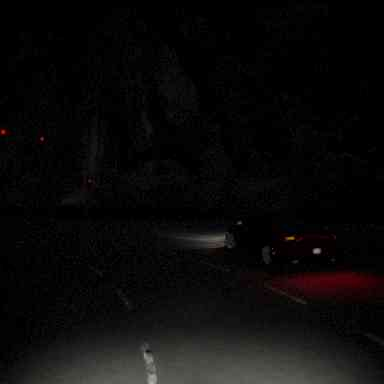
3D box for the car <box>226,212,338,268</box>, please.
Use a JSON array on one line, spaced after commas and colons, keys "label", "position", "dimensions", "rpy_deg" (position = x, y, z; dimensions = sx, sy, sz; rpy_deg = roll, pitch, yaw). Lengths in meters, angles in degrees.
[{"label": "car", "position": [2.743, 1.424, 11.301], "dimensions": [1.882, 1.535, 5.008], "rpy_deg": [0, 0, -14]}]
